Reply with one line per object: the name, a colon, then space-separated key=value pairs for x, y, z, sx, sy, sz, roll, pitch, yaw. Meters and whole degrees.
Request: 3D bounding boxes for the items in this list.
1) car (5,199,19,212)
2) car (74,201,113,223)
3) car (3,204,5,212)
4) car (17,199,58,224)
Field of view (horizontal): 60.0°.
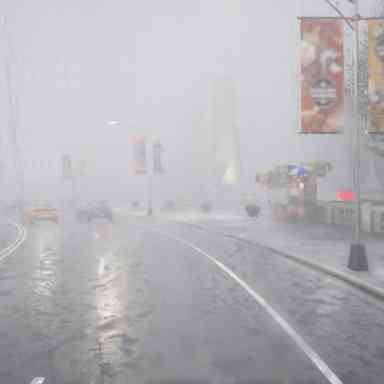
car: x=-19.451 y=1.553 z=37.486 sx=4.892 sy=1.490 sz=1.837 roll=0 pitch=0 yaw=35
car: x=-7.695 y=1.465 z=25.682 sx=2.128 sy=1.511 sz=4.902 roll=-1 pitch=0 yaw=-34
car: x=-8.747 y=1.399 z=12.294 sx=2.097 sy=1.767 sz=4.553 roll=-1 pitch=0 yaw=-18
car: x=-11.596 y=1.495 z=25.163 sx=1.882 sy=1.535 sz=5.008 roll=-1 pitch=0 yaw=-36
